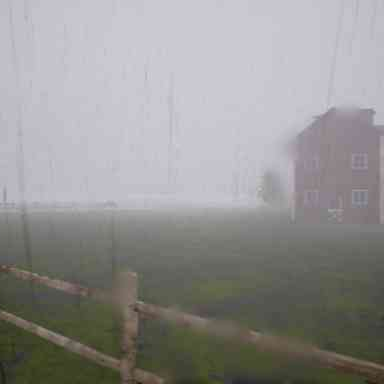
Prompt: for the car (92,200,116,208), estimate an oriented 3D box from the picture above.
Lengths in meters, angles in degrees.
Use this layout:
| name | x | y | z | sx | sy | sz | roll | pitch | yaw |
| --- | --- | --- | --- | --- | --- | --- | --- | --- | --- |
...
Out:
| name | x | y | z | sx | sy | sz | roll | pitch | yaw |
| --- | --- | --- | --- | --- | --- | --- | --- | --- | --- |
| car | -16.601 | 2.339 | 62.930 | 1.812 | 1.442 | 4.674 | 0 | -1 | 36 |
